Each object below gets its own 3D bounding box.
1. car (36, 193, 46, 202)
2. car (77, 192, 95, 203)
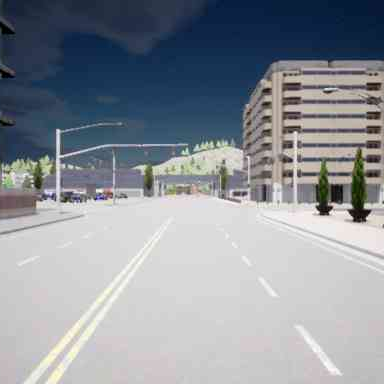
[{"bbox_3d":[-32.532,1.365,68.766,1.970,1.475,3.806,0,0,0],"label":"car"},{"bbox_3d":[-26.710,1.368,83.848,1.970,1.475,3.806,0,0,0],"label":"car"}]
